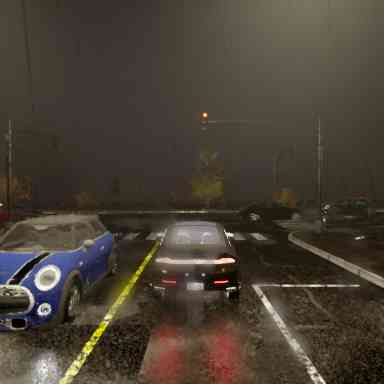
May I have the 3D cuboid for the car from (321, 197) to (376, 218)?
[{"bbox_3d":[13.144,1.232,28.529,4.553,1.767,2.097,0,1,-1],"label":"car"}]

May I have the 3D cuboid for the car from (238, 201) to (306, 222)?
[{"bbox_3d":[6.001,1.438,25.195,5.008,1.535,1.882,0,1,1],"label":"car"}]

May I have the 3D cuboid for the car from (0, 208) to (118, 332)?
[{"bbox_3d":[-3.058,1.350,7.136,2.097,1.767,4.553,0,0,0],"label":"car"}]

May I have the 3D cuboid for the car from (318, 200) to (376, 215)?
[{"bbox_3d":[14.749,1.429,31.811,4.718,1.301,1.895,0,1,-2],"label":"car"}]

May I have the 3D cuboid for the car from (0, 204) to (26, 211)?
[{"bbox_3d":[-12.200,1.691,21.962,4.181,1.385,1.994,0,1,4],"label":"car"}]

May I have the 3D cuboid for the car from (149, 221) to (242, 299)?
[{"bbox_3d":[0.083,1.489,8.425,2.128,1.511,4.902,0,0,1],"label":"car"}]
